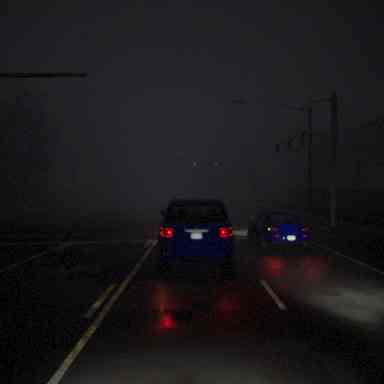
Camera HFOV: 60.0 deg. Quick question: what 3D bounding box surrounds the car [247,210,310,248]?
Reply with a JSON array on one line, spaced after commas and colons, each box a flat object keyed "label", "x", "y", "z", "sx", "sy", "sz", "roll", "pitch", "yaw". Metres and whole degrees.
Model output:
[{"label": "car", "x": 3.602, "y": 1.488, "z": 14.371, "sx": 1.812, "sy": 1.442, "sz": 4.674, "roll": 0, "pitch": 0, "yaw": 0}]

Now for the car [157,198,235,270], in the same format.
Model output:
[{"label": "car", "x": 0.090, "y": 1.201, "z": 11.166, "sx": 2.150, "sy": 2.045, "sz": 5.566, "roll": 0, "pitch": 0, "yaw": -1}]

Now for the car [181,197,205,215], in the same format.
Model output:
[{"label": "car", "x": 0.104, "y": 1.279, "z": 32.183, "sx": 2.128, "sy": 1.511, "sz": 4.902, "roll": 0, "pitch": 1, "yaw": 0}]
